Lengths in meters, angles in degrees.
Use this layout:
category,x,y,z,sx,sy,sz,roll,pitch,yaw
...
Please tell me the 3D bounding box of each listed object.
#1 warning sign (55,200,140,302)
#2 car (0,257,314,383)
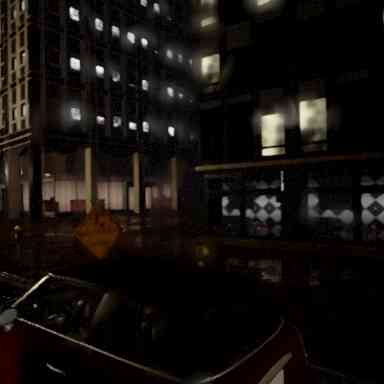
category,x,y,z,sx,sy,sz,roll,pitch,yaw
warning sign,-1.993,1.141,7.107,1.060,1.860,1.300,-2,0,37
car,-0.940,1.453,3.603,4.097,1.590,1.967,0,-1,36
